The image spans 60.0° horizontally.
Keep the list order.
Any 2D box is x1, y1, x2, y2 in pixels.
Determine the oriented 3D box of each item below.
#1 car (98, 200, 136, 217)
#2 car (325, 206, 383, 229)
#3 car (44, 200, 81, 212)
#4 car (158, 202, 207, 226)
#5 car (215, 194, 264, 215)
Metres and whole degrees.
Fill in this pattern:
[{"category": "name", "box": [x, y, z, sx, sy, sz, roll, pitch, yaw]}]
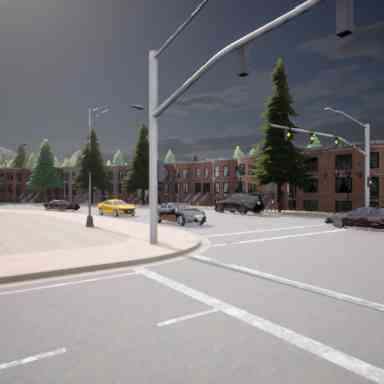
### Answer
[{"category": "car", "box": [-7.183, 1.478, 31.510, 1.882, 1.535, 5.008, 0, 0, -40]}, {"category": "car", "box": [10.666, 1.548, 19.592, 2.033, 1.411, 5.357, 0, 0, -35]}, {"category": "car", "box": [-15.224, 1.601, 38.991, 4.718, 1.301, 1.895, 0, 0, 34]}, {"category": "car", "box": [-0.957, 1.492, 23.353, 2.128, 1.511, 4.902, 0, 0, -36]}, {"category": "car", "box": [4.739, 1.221, 33.739, 2.150, 2.045, 5.566, 0, 0, -37]}]
